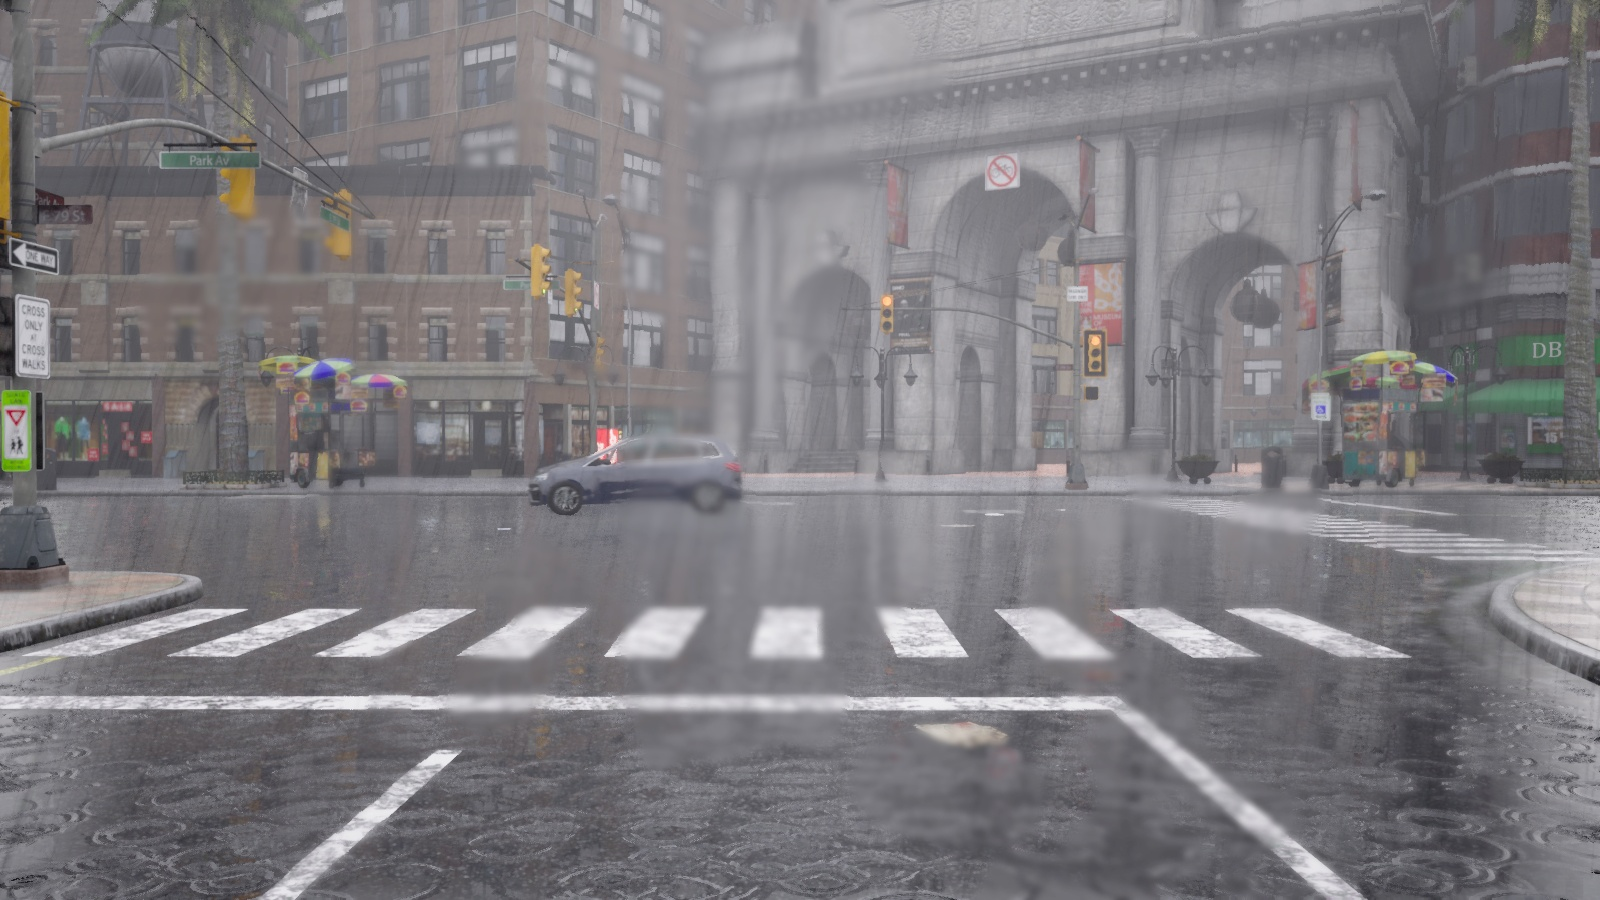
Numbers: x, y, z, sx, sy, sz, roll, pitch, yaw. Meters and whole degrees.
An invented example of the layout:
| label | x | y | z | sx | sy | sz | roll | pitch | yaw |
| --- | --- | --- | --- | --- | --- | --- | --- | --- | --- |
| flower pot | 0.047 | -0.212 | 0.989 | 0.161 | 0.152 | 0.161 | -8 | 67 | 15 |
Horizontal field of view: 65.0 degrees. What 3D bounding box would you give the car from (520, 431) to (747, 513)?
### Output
| label | x | y | z | sx | sy | sz | roll | pitch | yaw |
| --- | --- | --- | --- | --- | --- | --- | --- | --- | --- |
| car | -3.547 | 0.436 | 26.881 | 4.611 | 1.667 | 2.242 | 0 | 0 | -8 |
